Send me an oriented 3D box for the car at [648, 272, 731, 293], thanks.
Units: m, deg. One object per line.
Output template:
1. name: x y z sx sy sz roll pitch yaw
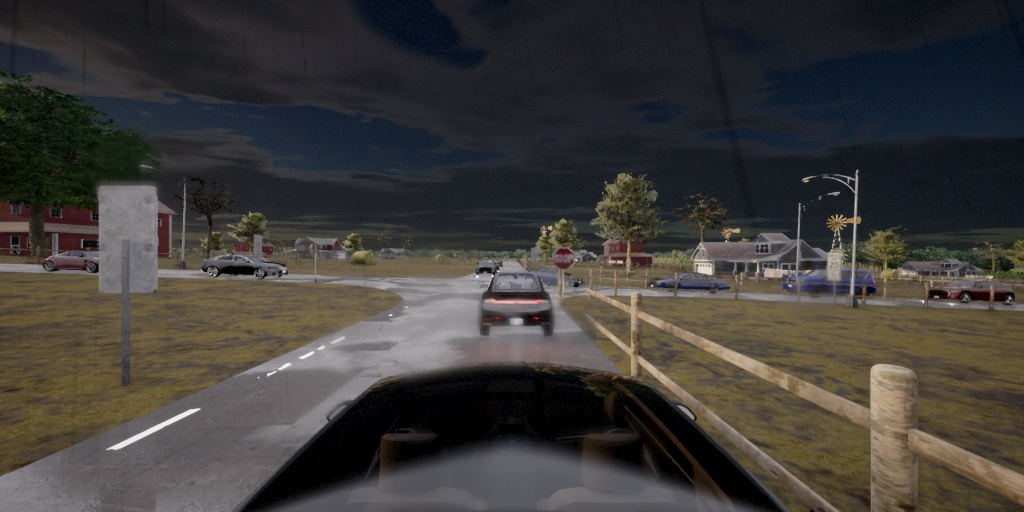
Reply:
1. car: 12.783 1.860 25.972 5.357 1.411 2.033 2 0 -1

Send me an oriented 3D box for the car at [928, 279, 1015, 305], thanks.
1. car: 33.060 2.483 25.996 4.553 1.767 2.097 2 0 0

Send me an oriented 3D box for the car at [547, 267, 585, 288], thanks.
1. car: 2.969 1.485 25.195 4.181 1.385 1.994 2 0 37

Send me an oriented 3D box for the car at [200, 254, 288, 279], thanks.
1. car: -17.100 0.645 23.068 4.902 1.511 2.128 2 0 0

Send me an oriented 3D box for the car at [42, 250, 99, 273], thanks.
1. car: -27.149 0.345 23.073 4.181 1.385 1.994 2 0 0

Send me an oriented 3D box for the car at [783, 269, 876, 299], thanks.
1. car: 22.971 1.940 26.007 5.566 2.045 2.150 2 0 0

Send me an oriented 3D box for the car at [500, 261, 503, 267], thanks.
1. car: -2.755 1.301 52.112 1.837 1.490 4.892 0 0 0

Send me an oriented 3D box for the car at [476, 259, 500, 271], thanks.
1. car: -2.792 1.134 39.687 2.097 1.767 4.553 0 0 0

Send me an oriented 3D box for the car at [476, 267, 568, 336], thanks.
1. car: 0.111 1.246 10.383 2.128 1.511 4.902 0 0 0

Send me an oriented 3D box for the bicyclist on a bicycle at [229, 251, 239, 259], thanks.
1. bicyclist on a bicycle: -22.577 0.419 29.056 0.582 1.620 1.656 2 0 0
